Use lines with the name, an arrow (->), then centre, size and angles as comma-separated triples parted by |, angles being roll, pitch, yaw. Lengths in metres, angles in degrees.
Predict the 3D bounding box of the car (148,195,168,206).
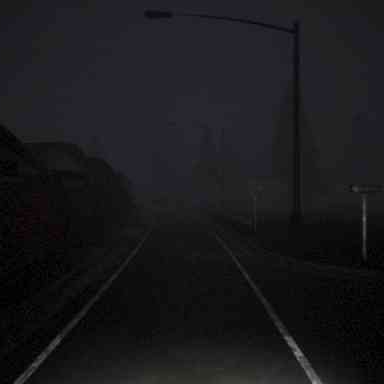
car -> -5.082, 1.249, 51.150 | 2.097, 1.767, 4.553 | 0, 0, -13

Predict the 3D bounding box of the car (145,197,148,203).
car -> -7.425, 1.404, 61.032 | 1.812, 1.442, 4.674 | 0, 0, -16
